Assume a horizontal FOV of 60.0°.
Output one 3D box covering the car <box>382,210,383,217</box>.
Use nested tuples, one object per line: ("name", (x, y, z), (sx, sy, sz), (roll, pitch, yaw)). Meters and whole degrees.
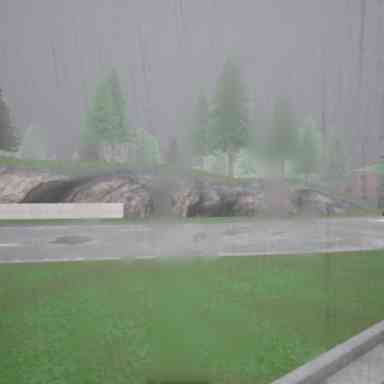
("car", (17.848, 1.548, 27.681), (4.181, 1.385, 1.994), (0, 0, -26))
